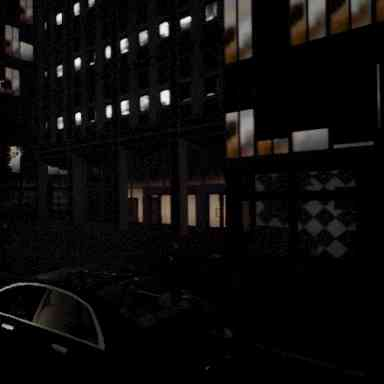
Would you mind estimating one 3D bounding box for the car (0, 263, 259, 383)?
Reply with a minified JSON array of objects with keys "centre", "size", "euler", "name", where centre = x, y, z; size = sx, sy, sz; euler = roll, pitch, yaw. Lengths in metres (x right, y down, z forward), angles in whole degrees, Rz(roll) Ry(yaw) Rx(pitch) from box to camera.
[{"centre":[-1.391,1.563,4.008],"size":[4.403,1.369,2.008],"euler":[0,-1,36],"name":"car"}]
